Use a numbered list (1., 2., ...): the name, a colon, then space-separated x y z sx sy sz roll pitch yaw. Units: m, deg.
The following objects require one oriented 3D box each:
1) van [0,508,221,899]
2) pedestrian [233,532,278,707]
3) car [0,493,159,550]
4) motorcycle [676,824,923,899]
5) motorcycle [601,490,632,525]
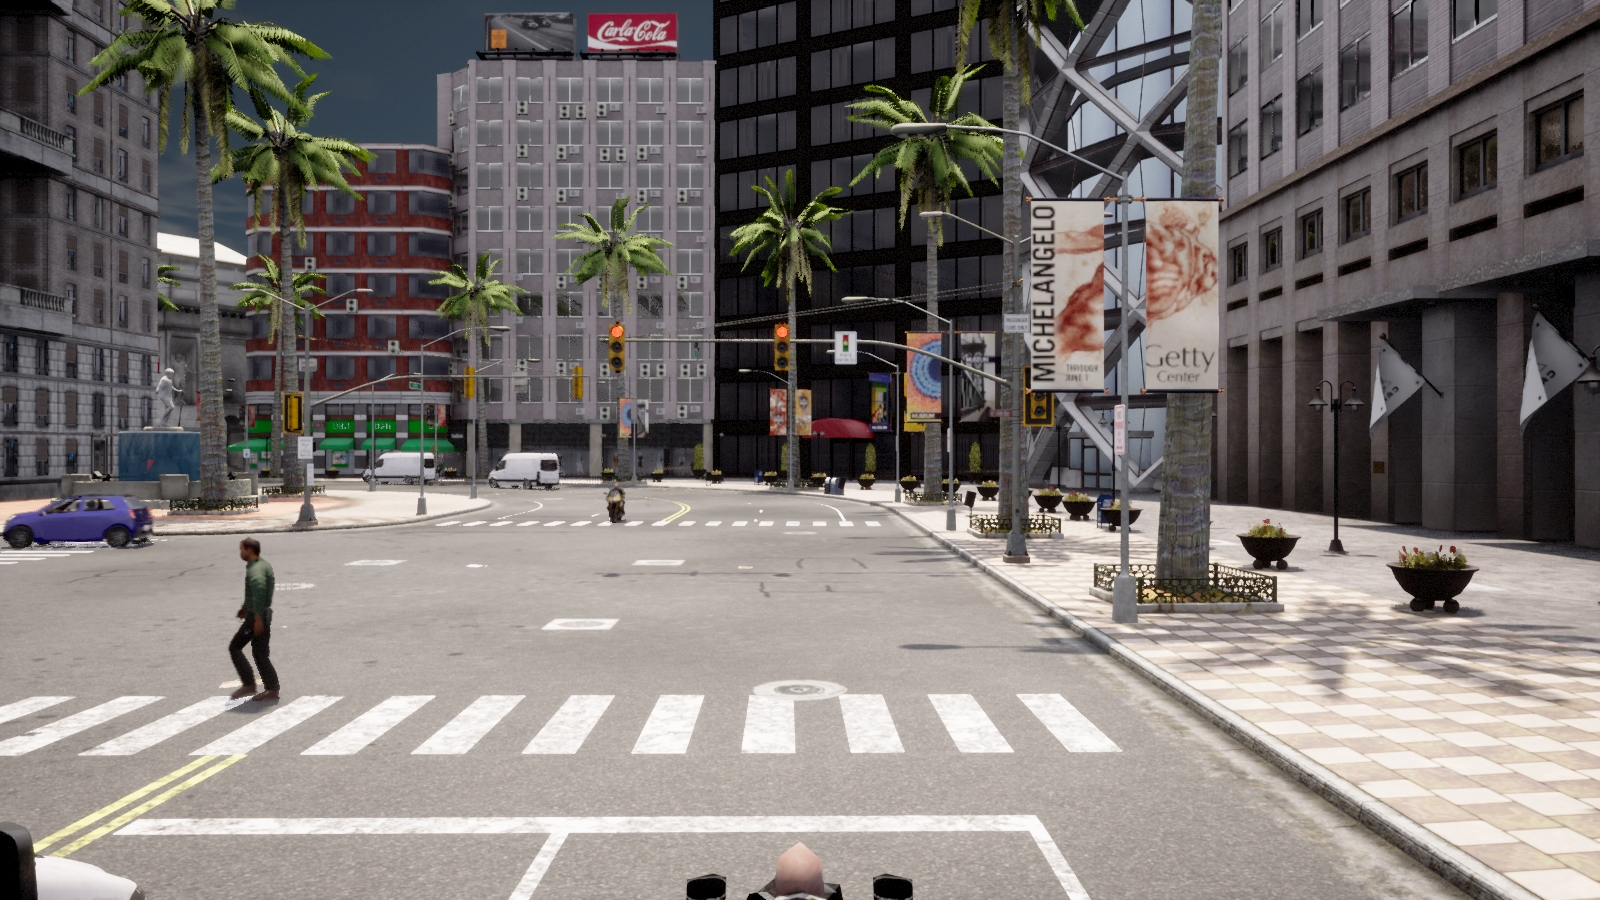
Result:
1. van: -3.507 1.533 1.998 1.988 2.561 5.915 0 0 0
2. pedestrian: -5.968 1.844 12.534 0.375 1.860 0.375 0 0 -13
3. car: -20.722 2.025 32.827 3.633 1.501 1.845 0 0 -10
4. motorcycle: -0.001 2.203 3.717 0.867 1.251 2.209 0 0 0
5. motorcycle: -7.031 2.187 43.842 0.867 1.251 2.209 0 0 -1
